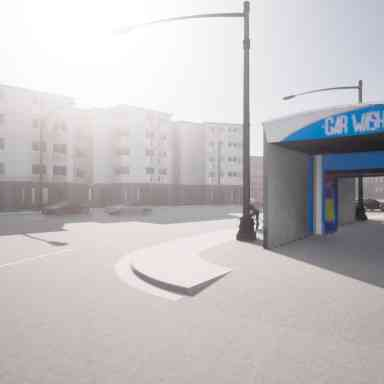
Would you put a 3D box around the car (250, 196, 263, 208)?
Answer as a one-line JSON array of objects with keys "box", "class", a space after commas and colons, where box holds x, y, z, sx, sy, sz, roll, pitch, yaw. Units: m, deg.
[{"box": [9.649, 1.351, 46.953, 4.553, 1.767, 2.097, 0, 0, -22], "class": "car"}]

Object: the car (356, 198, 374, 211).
[{"box": [20.987, 1.505, 39.644, 4.892, 1.490, 1.837, 0, 0, -18], "class": "car"}]

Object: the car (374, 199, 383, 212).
[{"box": [22.873, 1.526, 36.575, 4.674, 1.442, 1.812, 0, 0, -18], "class": "car"}]

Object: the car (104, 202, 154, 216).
[{"box": [-6.141, 1.601, 32.357, 1.895, 1.301, 4.718, 0, 0, 45], "class": "car"}]

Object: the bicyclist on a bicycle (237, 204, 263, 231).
[{"box": [3.193, 1.301, 18.294, 1.656, 1.620, 0.582, 0, 0, 38], "class": "bicyclist on a bicycle"}]

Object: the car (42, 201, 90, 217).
[{"box": [-11.757, 1.564, 31.150, 1.994, 1.385, 4.181, 0, 0, 40], "class": "car"}]
